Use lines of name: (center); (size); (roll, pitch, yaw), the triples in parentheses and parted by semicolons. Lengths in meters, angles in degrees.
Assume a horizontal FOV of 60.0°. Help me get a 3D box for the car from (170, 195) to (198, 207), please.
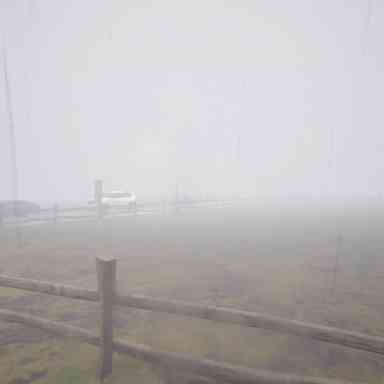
car: (-1.021, 1.139, 43.026); (1.994, 1.385, 4.181); (1, 1, 35)

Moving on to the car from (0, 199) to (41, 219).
car: (-13.975, 1.340, 25.094); (1.837, 1.490, 4.892); (1, 1, 36)

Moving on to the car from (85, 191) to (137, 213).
car: (-7.987, 0.937, 33.381); (2.150, 2.045, 5.566); (1, 1, 36)
